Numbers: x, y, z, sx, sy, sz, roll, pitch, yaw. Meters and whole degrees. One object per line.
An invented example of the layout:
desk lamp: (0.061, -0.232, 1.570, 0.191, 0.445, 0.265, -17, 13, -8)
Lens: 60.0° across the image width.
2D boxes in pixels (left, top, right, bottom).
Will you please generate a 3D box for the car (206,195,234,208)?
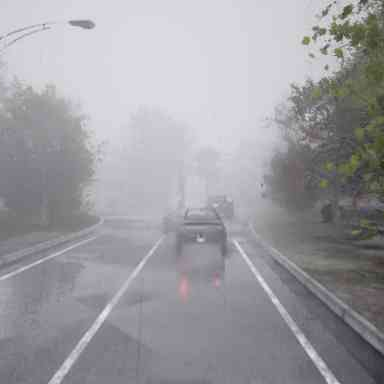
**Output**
car: (2.609, 1.313, 30.579, 2.150, 2.045, 5.566, 0, -1, 13)

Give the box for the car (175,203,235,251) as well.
car: (0.384, 1.398, 13.603, 2.128, 1.511, 4.902, 0, 0, 2)
